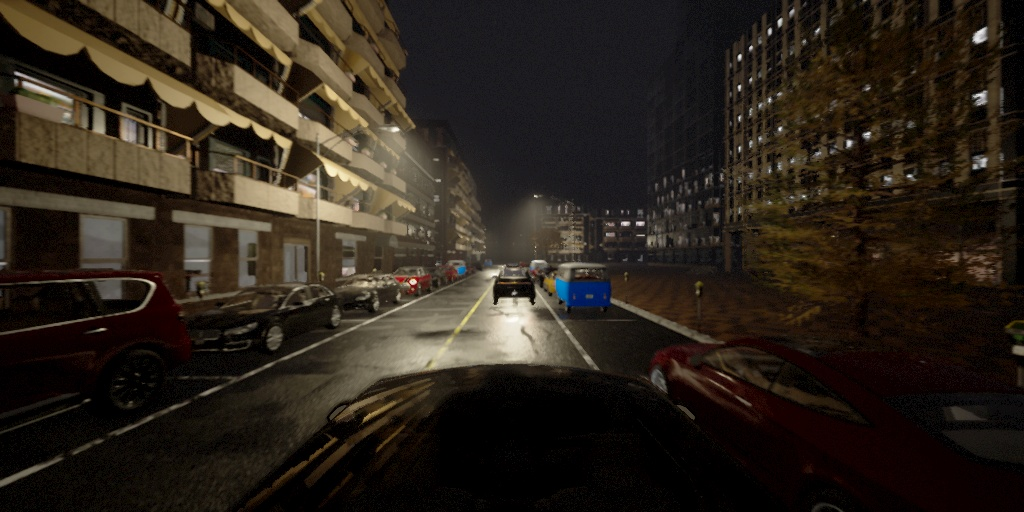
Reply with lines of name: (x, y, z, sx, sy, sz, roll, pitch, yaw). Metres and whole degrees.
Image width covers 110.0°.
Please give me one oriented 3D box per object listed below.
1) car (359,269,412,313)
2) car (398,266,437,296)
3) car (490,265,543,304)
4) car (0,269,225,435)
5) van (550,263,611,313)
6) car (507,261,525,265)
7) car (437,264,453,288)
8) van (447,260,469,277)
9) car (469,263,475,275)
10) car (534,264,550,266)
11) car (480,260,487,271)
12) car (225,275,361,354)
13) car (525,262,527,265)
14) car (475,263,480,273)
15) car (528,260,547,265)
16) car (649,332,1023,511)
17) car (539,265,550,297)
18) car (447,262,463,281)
car: (-5.694, 1.386, 14.245, 2.007, 1.370, 4.403, 0, 0, 0)
car: (-5.695, 1.314, 19.770, 1.967, 1.591, 4.097, 0, 0, 0)
car: (0.096, 1.349, 17.194, 2.128, 1.511, 4.902, 0, 0, 0)
car: (-5.692, 1.074, 3.191, 2.192, 1.841, 5.009, 0, 0, 0)
van: (2.686, 1.177, 14.246, 1.690, 1.789, 3.998, 0, 0, 0)
car: (0.092, 1.520, 40.453, 2.128, 1.511, 4.902, 0, 0, 0)
car: (-5.697, 1.480, 25.297, 1.948, 1.339, 4.313, 0, 0, 0)
van: (-5.699, 1.338, 36.350, 1.690, 1.789, 3.998, 0, 0, 0)
car: (-5.701, 1.621, 41.876, 1.802, 1.307, 4.207, 0, 0, 0)
car: (2.684, 1.481, 25.299, 1.948, 1.339, 4.313, 0, 0, 0)
car: (-5.705, 1.734, 58.455, 1.948, 1.339, 4.313, 0, 0, 0)
car: (-5.693, 1.348, 8.718, 2.007, 1.370, 4.403, 0, 0, 0)
car: (2.680, 1.565, 42.047, 1.751, 1.417, 4.829, 0, 0, 0)
car: (-5.702, 1.664, 47.402, 1.802, 1.307, 4.207, 0, 0, 0)
car: (2.682, 1.396, 30.825, 1.967, 1.591, 4.097, 0, 0, 0)
car: (2.688, 1.342, 3.193, 1.802, 1.307, 4.207, 0, 0, 0)
car: (2.685, 1.400, 19.941, 1.751, 1.417, 4.829, 0, 0, 0)
car: (-5.698, 1.501, 30.823, 1.888, 1.381, 4.507, 0, 0, 0)
